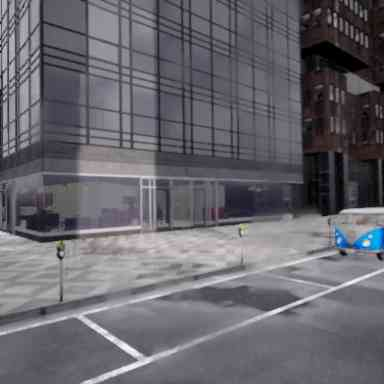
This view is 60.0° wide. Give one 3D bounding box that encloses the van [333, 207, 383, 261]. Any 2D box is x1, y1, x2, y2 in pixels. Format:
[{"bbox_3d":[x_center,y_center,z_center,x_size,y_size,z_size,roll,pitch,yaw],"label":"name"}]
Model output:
[{"bbox_3d":[7.020,1.498,12.778,3.998,1.788,1.690,0,-2,-40],"label":"van"}]
